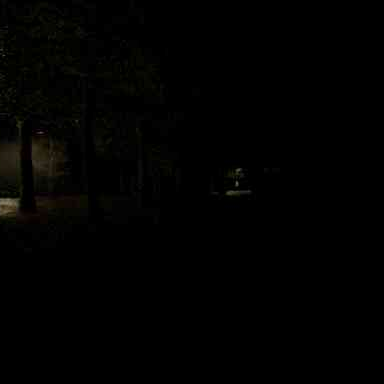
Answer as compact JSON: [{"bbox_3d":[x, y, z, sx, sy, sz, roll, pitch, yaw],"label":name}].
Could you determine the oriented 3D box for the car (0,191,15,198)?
[{"bbox_3d":[-32.645,0.544,57.014,1.994,1.385,4.181,-3,0,34],"label":"car"}]
